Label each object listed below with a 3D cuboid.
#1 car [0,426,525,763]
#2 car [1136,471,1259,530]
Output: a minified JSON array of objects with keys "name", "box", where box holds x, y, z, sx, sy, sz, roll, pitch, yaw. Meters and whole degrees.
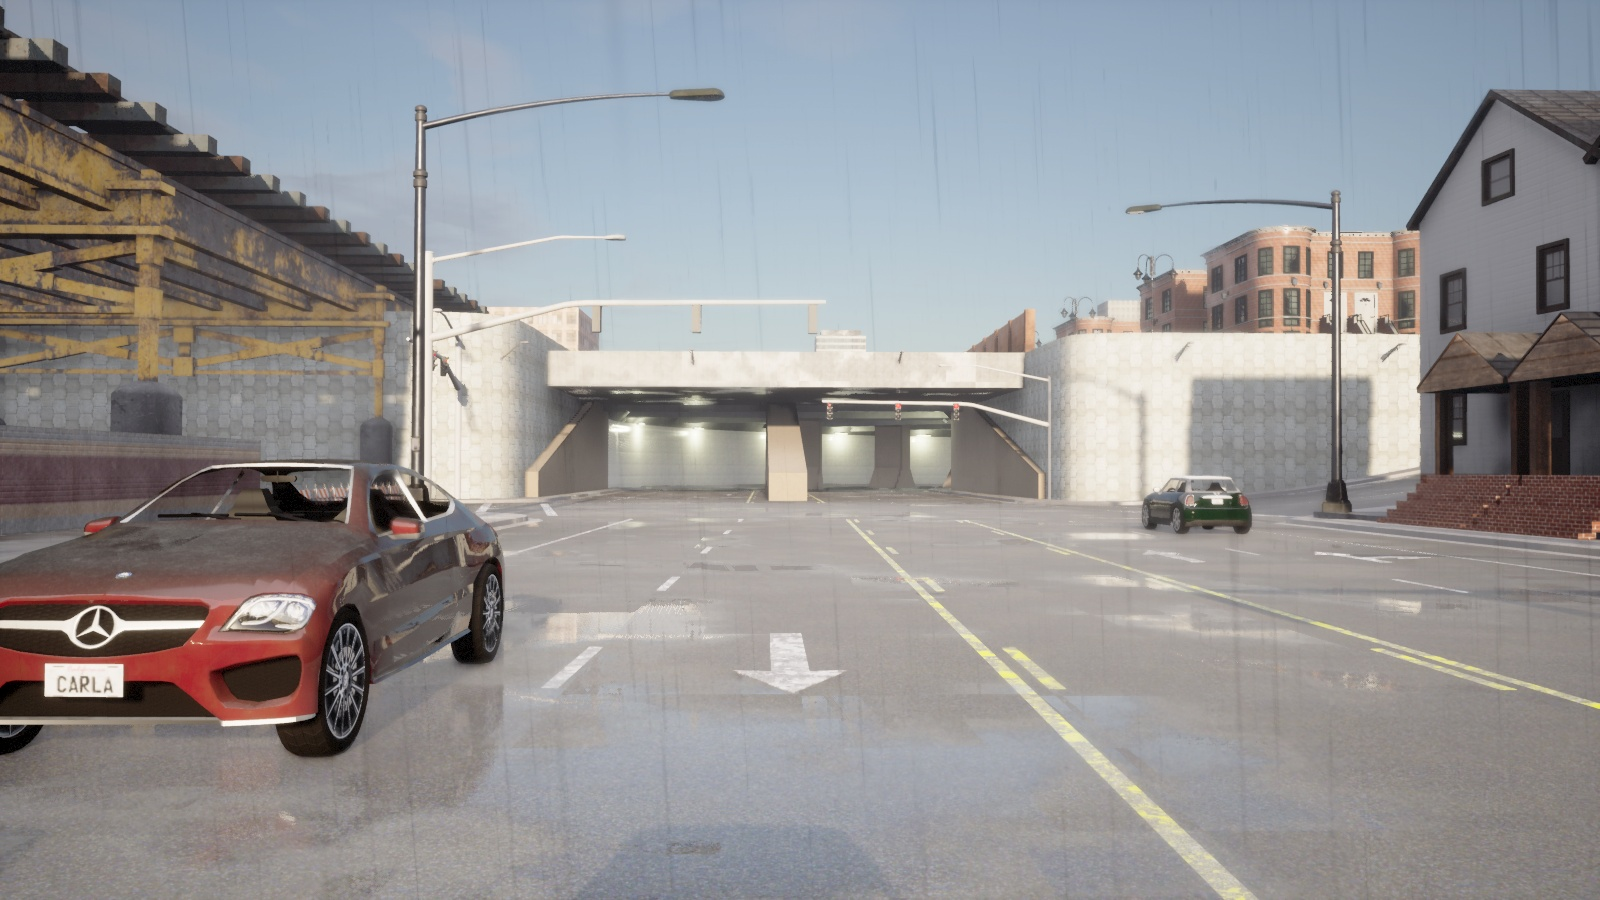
[{"name":"car","box":[-3.521,0.753,8.692,2.152,1.651,5.027,0,-1,0]},{"name":"car","box":[10.448,1.296,33.317,1.970,1.475,3.806,0,-1,-1]}]
